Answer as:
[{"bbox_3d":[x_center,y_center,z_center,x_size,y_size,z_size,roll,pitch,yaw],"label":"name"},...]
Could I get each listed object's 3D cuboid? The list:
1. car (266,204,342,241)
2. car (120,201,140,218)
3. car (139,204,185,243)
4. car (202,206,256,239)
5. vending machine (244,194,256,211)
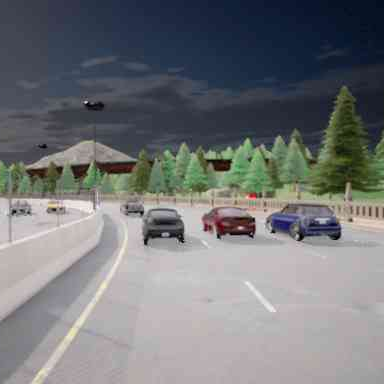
[{"bbox_3d":[5.457,1.361,16.848,2.097,1.767,4.553,0,0,-9],"label":"car"},{"bbox_3d":[-6.199,1.633,34.216,2.033,1.411,5.357,0,0,-20],"label":"car"},{"bbox_3d":[-1.514,1.540,16.325,1.837,1.490,4.892,0,0,-10],"label":"car"},{"bbox_3d":[1.800,1.502,17.654,1.882,1.535,5.008,0,0,-10],"label":"car"},{"bbox_3d":[7.159,1.240,40.985,1.100,2.100,0.880,0,0,-21],"label":"vending machine"}]
